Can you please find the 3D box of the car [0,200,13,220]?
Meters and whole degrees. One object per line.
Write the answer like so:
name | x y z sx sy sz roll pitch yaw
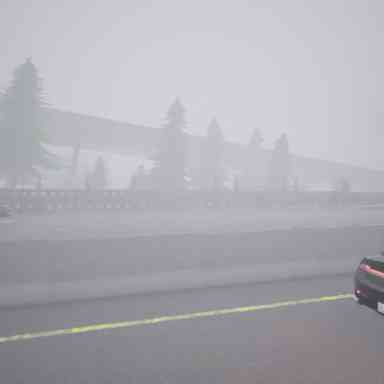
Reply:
car | -10.742 0.803 14.780 4.902 1.511 2.128 0 2 -20

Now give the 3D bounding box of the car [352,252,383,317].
car | 4.929 1.396 5.296 4.902 1.511 2.128 0 2 -20
